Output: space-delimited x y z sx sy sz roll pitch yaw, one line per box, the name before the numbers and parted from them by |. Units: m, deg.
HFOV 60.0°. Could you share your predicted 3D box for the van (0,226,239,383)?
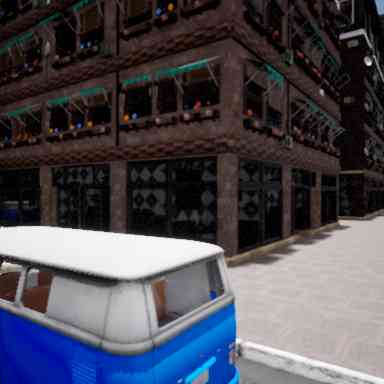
van | -1.443 1.371 3.884 3.998 1.788 1.690 -1 0 35
